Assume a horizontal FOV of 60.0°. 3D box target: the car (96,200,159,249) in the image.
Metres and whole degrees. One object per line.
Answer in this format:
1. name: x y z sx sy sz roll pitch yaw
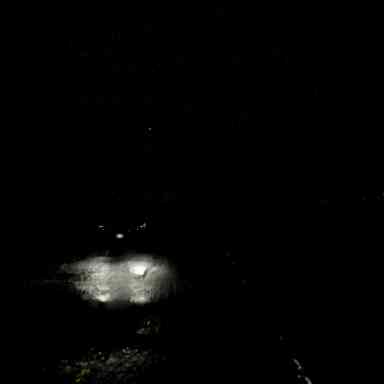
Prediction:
1. car: -2.854 1.403 15.889 2.150 2.045 5.566 0 -1 0

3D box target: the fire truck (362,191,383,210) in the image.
1. fire truck: 39.373 1.714 67.415 8.468 3.827 2.891 1 0 0
